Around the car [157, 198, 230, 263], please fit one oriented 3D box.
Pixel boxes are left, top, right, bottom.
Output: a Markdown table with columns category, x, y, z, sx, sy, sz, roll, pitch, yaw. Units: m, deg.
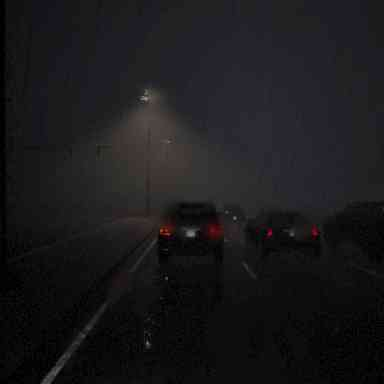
| category | x | y | z | sx | sy | sz | roll | pitch | yaw |
| --- | --- | --- | --- | --- | --- | --- | --- | --- | --- |
| car | -0.044 | 1.347 | 12.577 | 2.150 | 2.045 | 5.566 | 0 | 0 | 0 |

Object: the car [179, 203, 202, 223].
| category | x | y | z | sx | sy | sz | roll | pitch | yaw |
| --- | --- | --- | --- | --- | --- | --- | --- | --- | --- |
| car | -0.163 | 1.759 | 29.269 | 1.882 | 1.535 | 5.008 | 0 | 0 | -1 |

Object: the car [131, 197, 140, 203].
| category | x | y | z | sx | sy | sz | roll | pitch | yaw |
| --- | --- | --- | --- | --- | --- | --- | --- | --- | --- |
| car | -15.534 | 2.233 | 91.400 | 2.097 | 1.767 | 4.553 | 0 | -1 | 0 |

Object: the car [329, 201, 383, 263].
| category | x | y | z | sx | sy | sz | roll | pitch | yaw |
| --- | --- | --- | --- | --- | --- | --- | --- | --- | --- |
| car | 6.957 | 1.348 | 12.632 | 2.150 | 2.045 | 5.566 | 0 | 0 | 0 |

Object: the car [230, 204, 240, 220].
| category | x | y | z | sx | sy | sz | roll | pitch | yaw |
| --- | --- | --- | --- | --- | --- | --- | --- | --- | --- |
| car | 3.350 | 1.782 | 28.548 | 1.837 | 1.490 | 4.892 | 0 | 0 | 0 |

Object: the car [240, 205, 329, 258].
| category | x | y | z | sx | sy | sz | roll | pitch | yaw |
| --- | --- | --- | --- | --- | --- | --- | --- | --- | --- |
| car | 3.460 | 1.482 | 13.467 | 2.097 | 1.767 | 4.553 | 0 | -1 | 0 |

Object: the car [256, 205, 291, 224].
| category | x | y | z | sx | sy | sz | roll | pitch | yaw |
| --- | --- | --- | --- | --- | --- | --- | --- | --- | --- |
| car | 6.873 | 1.840 | 28.606 | 1.994 | 1.385 | 4.181 | 0 | 0 | 0 |
